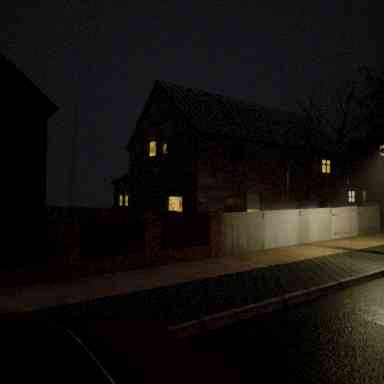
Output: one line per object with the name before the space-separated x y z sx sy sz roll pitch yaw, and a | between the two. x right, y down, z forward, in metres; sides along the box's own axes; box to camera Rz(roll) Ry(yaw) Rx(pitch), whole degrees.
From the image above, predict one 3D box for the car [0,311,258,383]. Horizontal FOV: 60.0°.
car | -1.852 1.601 1.755 4.718 1.301 1.895 0 0 -35
